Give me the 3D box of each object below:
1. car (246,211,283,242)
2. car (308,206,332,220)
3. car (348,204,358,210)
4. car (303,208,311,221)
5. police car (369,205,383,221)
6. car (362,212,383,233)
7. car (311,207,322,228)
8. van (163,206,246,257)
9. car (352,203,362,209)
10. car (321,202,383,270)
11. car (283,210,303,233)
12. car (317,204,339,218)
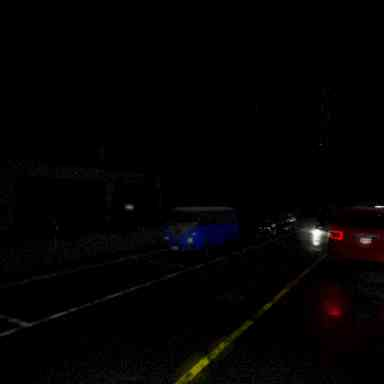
[{"bbox_3d":[3.238,1.811,18.000,1.947,1.339,4.313,1,-1,30],"label":"car"},{"bbox_3d":[14.309,2.332,37.011,1.802,1.307,4.206,1,-1,30],"label":"car"},{"bbox_3d":[35.773,3.349,73.799,1.802,1.307,4.206,1,-1,30],"label":"car"},{"bbox_3d":[11.542,2.189,32.258,1.947,1.339,4.313,1,-1,30],"label":"car"},{"bbox_3d":[21.535,2.416,38.144,1.930,1.638,5.238,2,-1,30],"label":"police car"},{"bbox_3d":[14.221,2.254,25.395,1.895,1.301,4.718,2,-1,30],"label":"car"},{"bbox_3d":[11.118,2.040,26.412,1.882,1.535,5.008,2,-1,30],"label":"car"},{"bbox_3d":[0.477,1.460,13.250,1.690,1.788,3.998,1,-1,30],"label":"van"},{"bbox_3d":[41.233,3.588,83.134,2.008,1.369,4.403,1,-1,30],"label":"car"},{"bbox_3d":[6.183,1.509,11.581,2.150,2.045,5.566,2,-1,30],"label":"car"},{"bbox_3d":[6.006,1.953,22.753,1.802,1.307,4.206,1,-1,30],"label":"car"},{"bbox_3d":[17.082,2.318,41.765,1.967,1.590,4.097,1,-1,30],"label":"car"}]
